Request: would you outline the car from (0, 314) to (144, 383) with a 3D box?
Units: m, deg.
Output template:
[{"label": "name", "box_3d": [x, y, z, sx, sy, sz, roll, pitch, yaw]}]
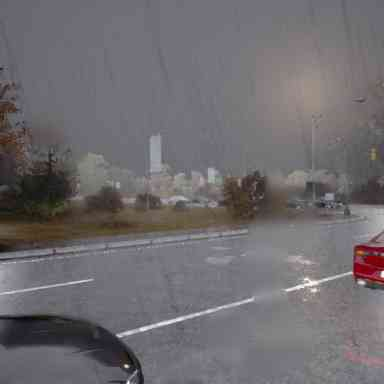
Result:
[{"label": "car", "box_3d": [-2.610, 1.492, 1.867, 4.902, 1.511, 2.128, 0, 0, -36]}]

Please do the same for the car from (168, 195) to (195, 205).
[{"label": "car", "box_3d": [-2.030, 1.322, 53.684, 1.812, 1.442, 4.674, -1, 0, -38]}]

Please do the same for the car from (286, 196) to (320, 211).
[{"label": "car", "box_3d": [11.153, 1.277, 37.188, 2.128, 1.511, 4.902, -1, 0, -39]}]

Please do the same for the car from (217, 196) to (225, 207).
[{"label": "car", "box_3d": [5.456, 1.143, 44.308, 2.097, 1.767, 4.553, -1, 0, -39]}]

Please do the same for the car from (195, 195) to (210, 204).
[{"label": "car", "box_3d": [1.026, 1.257, 55.463, 2.128, 1.511, 4.902, -1, 0, -39]}]

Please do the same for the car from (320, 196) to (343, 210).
[{"label": "car", "box_3d": [14.767, 1.247, 38.287, 2.128, 1.511, 4.902, -1, 0, -39]}]

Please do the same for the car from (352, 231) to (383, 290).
[{"label": "car", "box_3d": [5.815, 1.445, 7.879, 5.008, 1.535, 1.882, 0, 0, -35]}]
